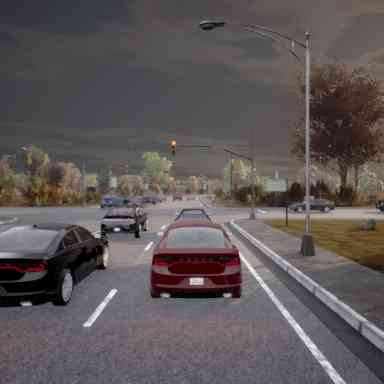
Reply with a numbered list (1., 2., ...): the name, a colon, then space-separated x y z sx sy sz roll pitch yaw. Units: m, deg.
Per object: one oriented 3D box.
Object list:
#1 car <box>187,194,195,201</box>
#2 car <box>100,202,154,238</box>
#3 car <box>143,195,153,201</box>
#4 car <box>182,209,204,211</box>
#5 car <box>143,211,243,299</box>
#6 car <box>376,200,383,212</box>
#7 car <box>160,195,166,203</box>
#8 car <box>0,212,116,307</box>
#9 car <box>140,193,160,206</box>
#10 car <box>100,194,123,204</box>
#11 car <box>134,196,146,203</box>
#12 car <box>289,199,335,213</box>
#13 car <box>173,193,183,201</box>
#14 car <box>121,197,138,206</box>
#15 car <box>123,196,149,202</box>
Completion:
1. car: -0.252 1.348 85.735 2.097 1.767 4.553 0 0 0
2. car: -3.443 1.492 17.552 2.128 1.511 4.902 0 0 -1
3. car: -10.745 1.478 82.227 1.882 1.535 5.008 0 0 0
4. car: 0.051 1.564 17.531 1.994 1.385 4.181 0 0 0
5. car: 0.077 1.478 8.542 1.882 1.535 5.008 0 0 0
6. car: 23.269 1.212 36.422 5.566 2.045 2.150 0 0 3
7. car: -7.206 1.352 69.099 2.097 1.767 4.553 0 0 0
8. car: -3.421 1.478 8.065 1.882 1.535 5.008 0 0 0
9. car: -7.265 1.222 56.867 2.150 2.045 5.566 0 0 -1
10. car: -10.729 1.224 44.754 2.150 2.045 5.566 0 0 0
11. car: -10.705 1.502 68.731 1.837 1.490 4.892 0 0 0
12. car: 13.272 1.505 36.935 4.892 1.490 1.837 0 0 3
13. car: -3.751 1.218 85.368 2.150 2.045 5.566 0 0 0
14. car: -10.750 1.601 57.499 1.895 1.301 4.718 0 0 0
15. car: -7.224 1.564 43.229 1.994 1.385 4.181 0 0 0
